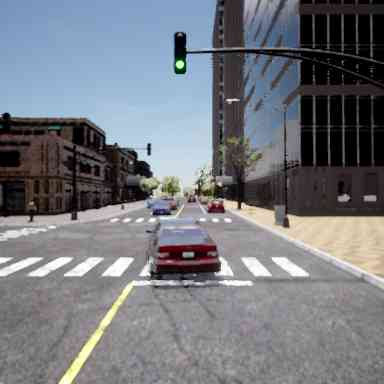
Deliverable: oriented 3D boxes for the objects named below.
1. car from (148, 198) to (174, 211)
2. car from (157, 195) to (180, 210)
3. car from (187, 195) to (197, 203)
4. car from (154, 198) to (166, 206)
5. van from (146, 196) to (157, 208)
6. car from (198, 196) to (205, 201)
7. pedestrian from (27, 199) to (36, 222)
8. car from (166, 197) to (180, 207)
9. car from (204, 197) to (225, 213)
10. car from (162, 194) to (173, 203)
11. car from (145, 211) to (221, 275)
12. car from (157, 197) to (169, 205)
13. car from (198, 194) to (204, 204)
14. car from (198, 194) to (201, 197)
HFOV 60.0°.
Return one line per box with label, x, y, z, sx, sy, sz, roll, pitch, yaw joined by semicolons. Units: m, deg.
car;-3.128;1.641;34.941;2.033;1.411;5.357;0;0;-3
car;-3.100;1.473;44.839;2.097;1.767;4.553;0;0;0
car;-0.010;1.560;75.469;2.097;1.767;4.553;0;0;0
car;-5.687;1.744;60.107;1.802;1.307;4.206;1;0;0
van;-5.682;1.473;49.039;1.690;1.788;3.998;1;0;0
car;2.689;1.779;93.475;1.752;1.417;4.829;1;0;0
pedestrian;-12.547;1.427;25.949;0.375;1.860;0.375;0;-1;1
car;-3.073;1.640;55.216;2.128;1.511;4.902;0;0;0
car;2.698;1.542;37.957;1.967;1.590;4.097;1;0;0
car;-5.685;1.523;76.711;2.192;1.841;5.009;1;0;0
car;-0.455;1.576;10.581;2.033;1.411;5.357;0;0;-8
car;-5.688;1.743;65.642;1.947;1.339;4.313;1;0;0
car;2.693;1.703;65.801;1.752;1.417;4.829;1;0;0
car;2.693;1.719;71.336;1.752;1.417;4.829;1;0;0
